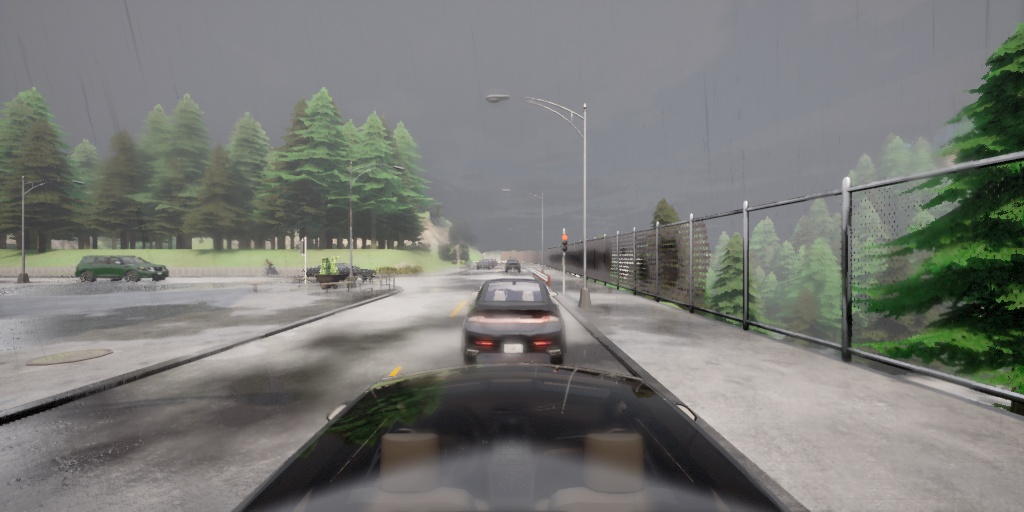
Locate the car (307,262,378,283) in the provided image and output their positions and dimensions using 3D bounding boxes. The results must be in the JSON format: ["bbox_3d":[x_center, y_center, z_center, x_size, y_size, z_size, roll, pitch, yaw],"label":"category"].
[{"bbox_3d":[-12.834,1.227,27.219,5.008,1.535,1.882,0,0,-1],"label":"car"}]

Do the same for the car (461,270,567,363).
[{"bbox_3d":[0.047,1.241,8.061,2.128,1.511,4.902,0,0,1],"label":"car"}]

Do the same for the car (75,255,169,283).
[{"bbox_3d":[-29.445,0.971,27.150,5.566,2.045,2.150,0,0,0],"label":"car"}]

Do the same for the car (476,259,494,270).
[{"bbox_3d":[-4.089,1.255,52.481,1.837,1.490,4.892,0,0,0],"label":"car"}]

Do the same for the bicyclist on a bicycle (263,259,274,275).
[{"bbox_3d":[-24.152,1.099,35.543,0.582,1.620,1.656,0,0,0],"label":"bicyclist on a bicycle"}]

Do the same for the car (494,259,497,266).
[{"bbox_3d":[-4.062,1.228,62.004,1.882,1.535,5.008,0,0,0],"label":"car"}]

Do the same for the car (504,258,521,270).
[{"bbox_3d":[0.108,1.255,45.848,1.837,1.490,4.892,0,0,0],"label":"car"}]
